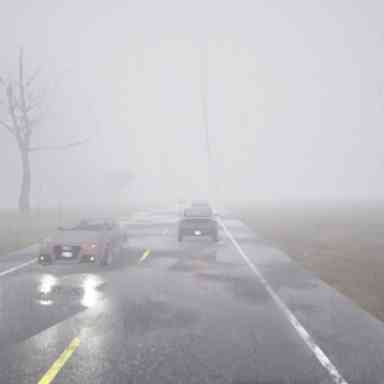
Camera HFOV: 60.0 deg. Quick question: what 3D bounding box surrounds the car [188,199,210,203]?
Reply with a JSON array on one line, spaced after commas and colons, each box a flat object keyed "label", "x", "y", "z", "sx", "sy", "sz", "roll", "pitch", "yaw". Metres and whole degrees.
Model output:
[{"label": "car", "x": 0.893, "y": 1.466, "z": 35.039, "sx": 1.882, "sy": 1.535, "sz": 5.008, "roll": 0, "pitch": 0, "yaw": 3}]

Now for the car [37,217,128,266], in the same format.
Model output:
[{"label": "car", "x": -3.494, "y": 1.560, "z": 11.353, "sx": 1.994, "sy": 1.385, "sz": 4.181, "roll": 0, "pitch": 0, "yaw": 1}]

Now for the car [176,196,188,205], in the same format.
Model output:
[{"label": "car", "x": -1.554, "y": 1.521, "z": 56.450, "sx": 1.837, "sy": 1.490, "sz": 4.892, "roll": 0, "pitch": 0, "yaw": 4}]

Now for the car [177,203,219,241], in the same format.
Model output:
[{"label": "car", "x": 0.299, "y": 1.501, "z": 16.782, "sx": 1.837, "sy": 1.490, "sz": 4.892, "roll": 0, "pitch": 0, "yaw": 1}]
